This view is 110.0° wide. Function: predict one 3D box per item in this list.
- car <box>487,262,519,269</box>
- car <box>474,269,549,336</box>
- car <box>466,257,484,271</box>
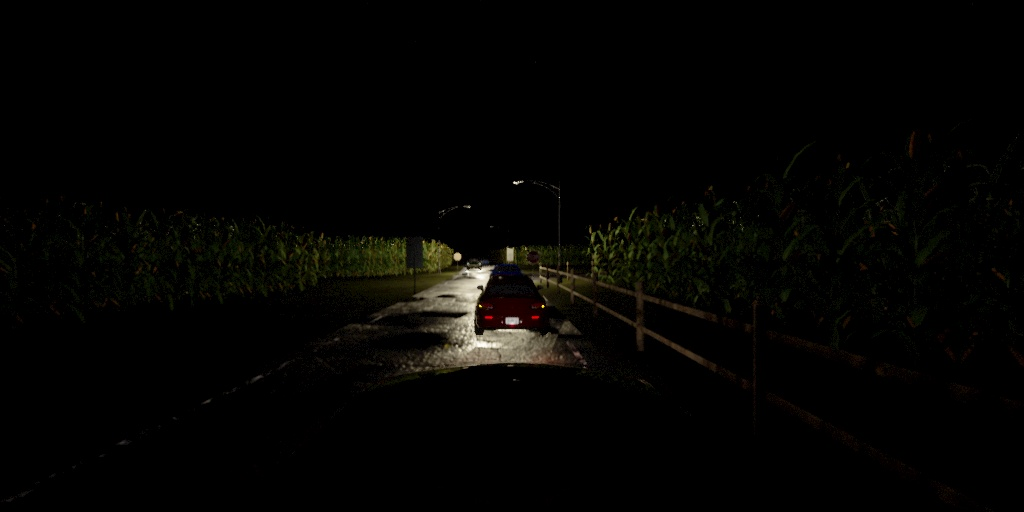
[{"bbox_3d":[-0.310,1.221,21.332,1.882,1.535,5.008,0,0,0],"label":"car"},{"bbox_3d":[-0.043,1.271,10.245,1.812,1.442,4.674,0,0,-1],"label":"car"},{"bbox_3d":[-5.341,1.108,50.398,2.097,1.767,4.553,0,0,-6],"label":"car"}]
